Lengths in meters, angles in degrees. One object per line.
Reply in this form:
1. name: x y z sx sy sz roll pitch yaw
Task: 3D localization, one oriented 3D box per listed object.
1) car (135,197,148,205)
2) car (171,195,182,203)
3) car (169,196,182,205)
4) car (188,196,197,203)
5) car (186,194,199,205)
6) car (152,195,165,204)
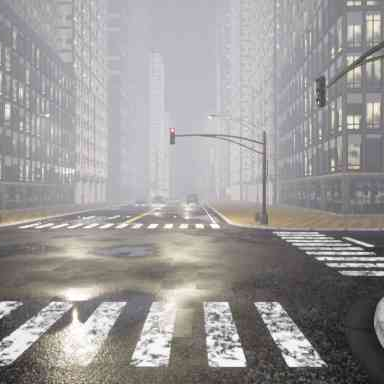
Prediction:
1. car: -9.653 1.664 64.314 2.033 1.411 5.357 0 0 0
2. car: -3.144 1.495 70.138 2.128 1.511 4.902 0 0 0
3. car: -3.159 1.702 60.167 1.895 1.301 4.718 0 0 0
4. car: 0.107 1.541 70.550 1.994 1.385 4.181 0 0 0
5. car: 0.091 1.323 60.163 2.150 2.045 5.566 0 0 0
6. car: -6.403 1.468 64.340 2.097 1.767 4.553 0 0 0
